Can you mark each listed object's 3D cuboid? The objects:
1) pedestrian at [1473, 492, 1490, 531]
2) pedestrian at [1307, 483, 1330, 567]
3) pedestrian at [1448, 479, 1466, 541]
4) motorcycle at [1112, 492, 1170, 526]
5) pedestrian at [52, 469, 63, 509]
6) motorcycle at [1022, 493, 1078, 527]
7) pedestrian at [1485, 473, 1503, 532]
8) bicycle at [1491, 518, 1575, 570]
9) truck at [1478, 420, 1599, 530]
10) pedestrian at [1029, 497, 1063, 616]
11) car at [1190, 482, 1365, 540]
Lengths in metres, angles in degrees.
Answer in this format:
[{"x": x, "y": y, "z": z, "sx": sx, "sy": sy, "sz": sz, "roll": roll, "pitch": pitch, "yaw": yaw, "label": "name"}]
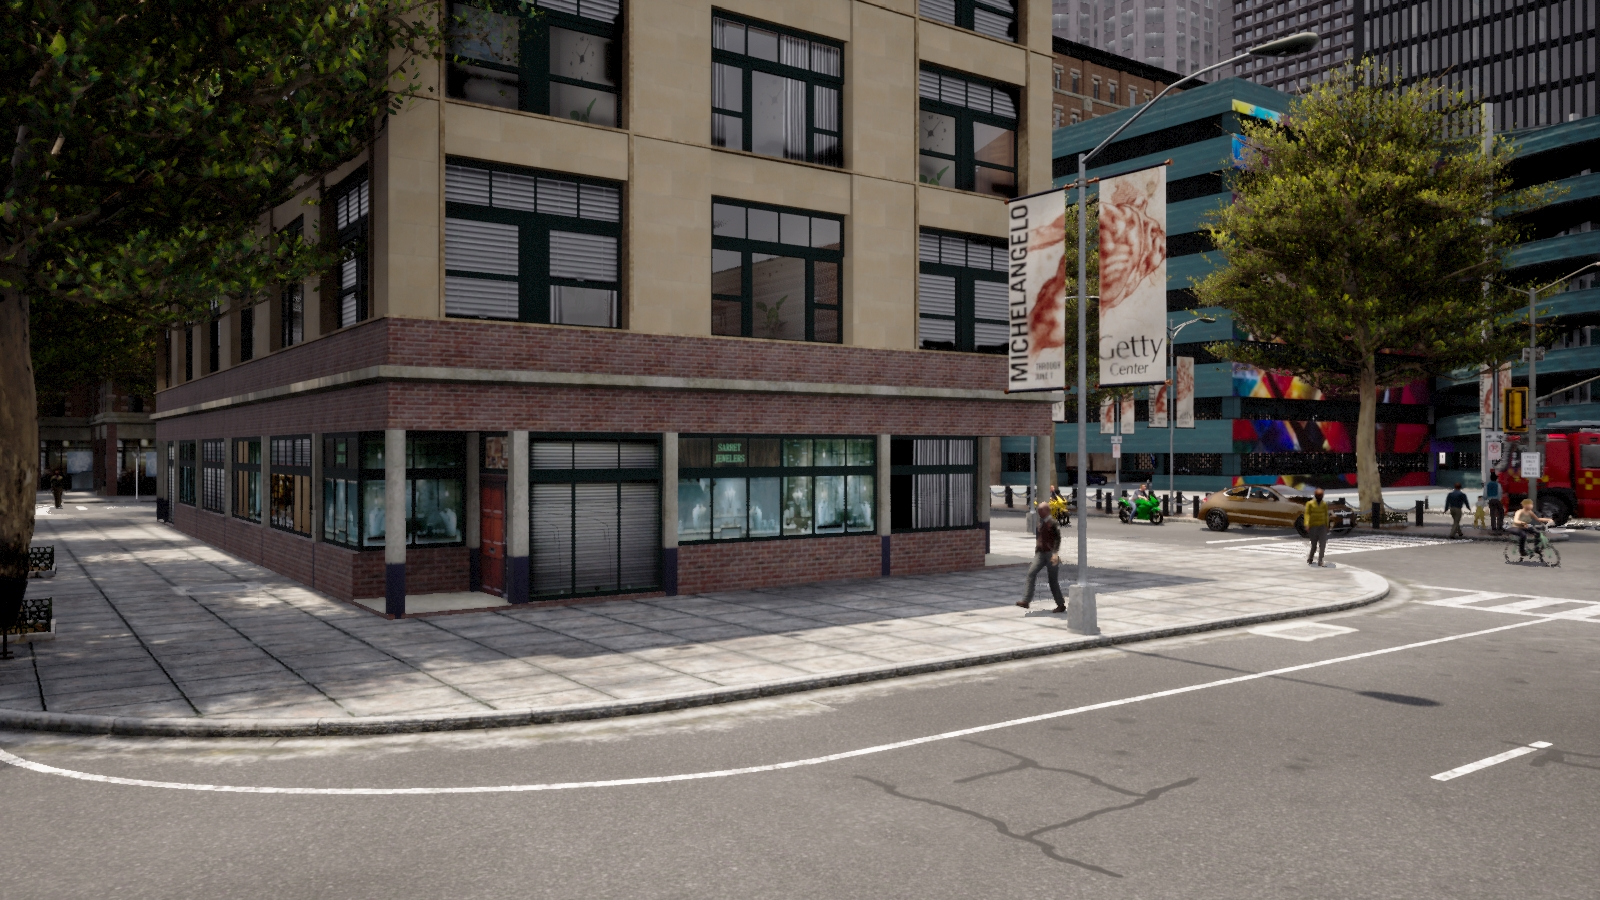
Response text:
[{"x": 23.425, "y": 2.112, "z": 39.275, "sx": 0.375, "sy": 1.300, "sz": 0.375, "roll": 0, "pitch": 0, "yaw": -33, "label": "pedestrian"}, {"x": 11.713, "y": 1.688, "z": 25.800, "sx": 0.375, "sy": 1.860, "sz": 0.375, "roll": 0, "pitch": 0, "yaw": 5, "label": "pedestrian"}, {"x": 20.217, "y": 1.833, "z": 35.144, "sx": 0.375, "sy": 1.860, "sz": 0.375, "roll": 0, "pitch": 0, "yaw": -37, "label": "pedestrian"}, {"x": 12.745, "y": 2.199, "z": 42.767, "sx": 0.803, "sy": 1.145, "sz": 2.033, "roll": 0, "pitch": 0, "yaw": -35, "label": "motorcycle"}, {"x": -35.014, "y": 1.848, "z": 53.879, "sx": 0.375, "sy": 1.860, "sz": 0.375, "roll": 0, "pitch": 0, "yaw": -37, "label": "pedestrian"}, {"x": 9.194, "y": 2.200, "z": 42.117, "sx": 0.803, "sy": 1.145, "sz": 2.033, "roll": 0, "pitch": 0, "yaw": -33, "label": "motorcycle"}, {"x": 22.441, "y": 1.689, "z": 36.946, "sx": 0.375, "sy": 1.860, "sz": 0.375, "roll": 0, "pitch": 0, "yaw": -38, "label": "pedestrian"}, {"x": 17.630, "y": 2.244, "z": 27.527, "sx": 0.859, "sy": 1.080, "sz": 1.487, "roll": -1, "pitch": 1, "yaw": -17, "label": "bicycle"}, {"x": 29.227, "y": 0.872, "z": 40.892, "sx": 8.468, "sy": 3.827, "sz": 2.891, "roll": 0, "pitch": 0, "yaw": 29, "label": "truck"}, {"x": 3.924, "y": 1.690, "z": 18.245, "sx": 0.375, "sy": 1.860, "sz": 0.375, "roll": 0, "pitch": 0, "yaw": -28, "label": "pedestrian"}, {"x": 15.895, "y": 1.978, "z": 38.309, "sx": 2.152, "sy": 1.651, "sz": 5.027, "roll": 0, "pitch": 0, "yaw": -35, "label": "car"}]
